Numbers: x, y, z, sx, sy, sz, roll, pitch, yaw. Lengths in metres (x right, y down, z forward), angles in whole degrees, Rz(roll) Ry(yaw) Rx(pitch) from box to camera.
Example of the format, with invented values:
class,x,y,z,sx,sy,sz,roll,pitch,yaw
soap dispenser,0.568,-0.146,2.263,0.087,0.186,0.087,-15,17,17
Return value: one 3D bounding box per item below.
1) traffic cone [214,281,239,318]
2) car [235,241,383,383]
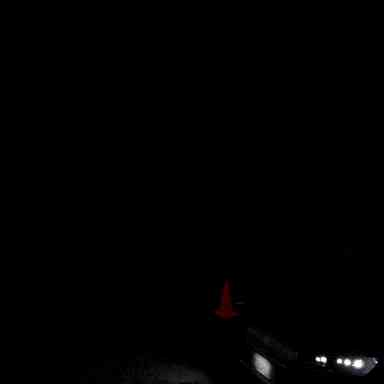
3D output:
class,x,y,z,sx,sy,sz,roll,pitch,yaw
traffic cone,0.621,1.904,6.011,0.340,0.580,0.340,0,1,-30
car,2.874,1.469,4.456,4.902,1.511,2.128,0,0,-28
